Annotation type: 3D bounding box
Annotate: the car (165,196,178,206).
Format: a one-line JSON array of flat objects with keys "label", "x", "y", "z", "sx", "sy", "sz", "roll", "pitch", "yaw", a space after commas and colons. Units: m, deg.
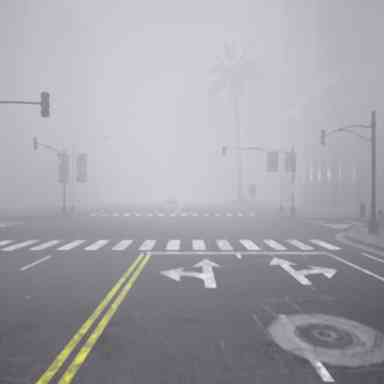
[{"label": "car", "x": -3.282, "y": 1.372, "z": 53.126, "sx": 1.882, "sy": 1.535, "sz": 5.008, "roll": 0, "pitch": 1, "yaw": 0}]
